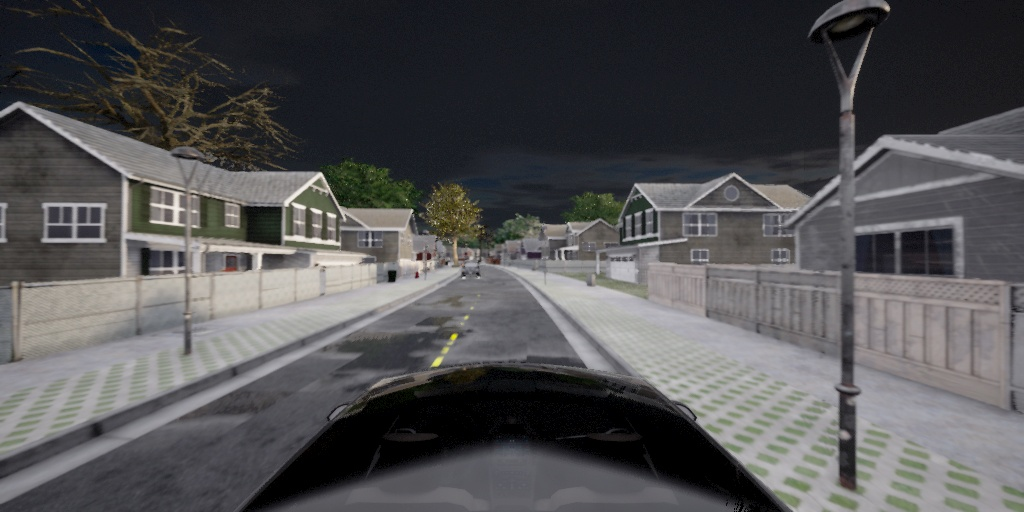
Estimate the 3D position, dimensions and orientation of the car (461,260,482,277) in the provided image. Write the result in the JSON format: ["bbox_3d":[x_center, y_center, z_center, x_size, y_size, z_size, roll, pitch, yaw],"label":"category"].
[{"bbox_3d":[-4.168,1.369,36.895,1.812,1.442,4.674,0,0,-4],"label":"car"}]
